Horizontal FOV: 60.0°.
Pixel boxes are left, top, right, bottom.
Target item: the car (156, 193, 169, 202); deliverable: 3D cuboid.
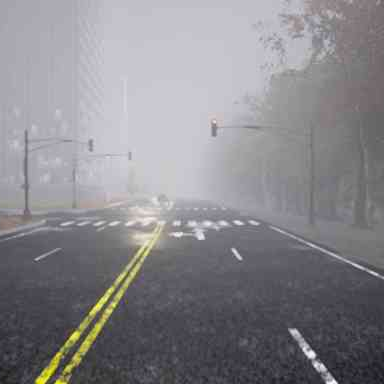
[{"bbox_3d":[-5.075,1.006,57.156,1.837,1.490,4.892,0,3,-4],"label":"car"}]
